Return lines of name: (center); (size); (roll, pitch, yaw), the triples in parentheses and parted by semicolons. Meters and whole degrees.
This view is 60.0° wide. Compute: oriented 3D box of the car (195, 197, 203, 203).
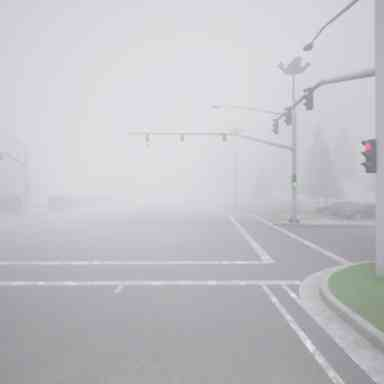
car: (1.891, 2.169, 92.117); (2.033, 1.411, 5.357); (0, 0, 0)

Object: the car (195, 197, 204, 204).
car: (1.826, 2.037, 78.586); (1.837, 1.490, 4.892); (0, 0, 0)

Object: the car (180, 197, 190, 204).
car: (-1.667, 1.900, 79.801); (2.097, 1.767, 4.553); (0, 0, 0)

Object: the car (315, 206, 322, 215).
car: (15.786, 1.723, 35.740); (5.008, 1.535, 1.882); (0, 0, -1)

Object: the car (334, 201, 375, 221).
car: (15.366, 1.702, 28.735); (4.892, 1.490, 1.837); (0, 0, -1)

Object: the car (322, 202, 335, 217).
car: (15.625, 1.822, 32.236); (4.718, 1.301, 1.895); (0, 0, -1)
